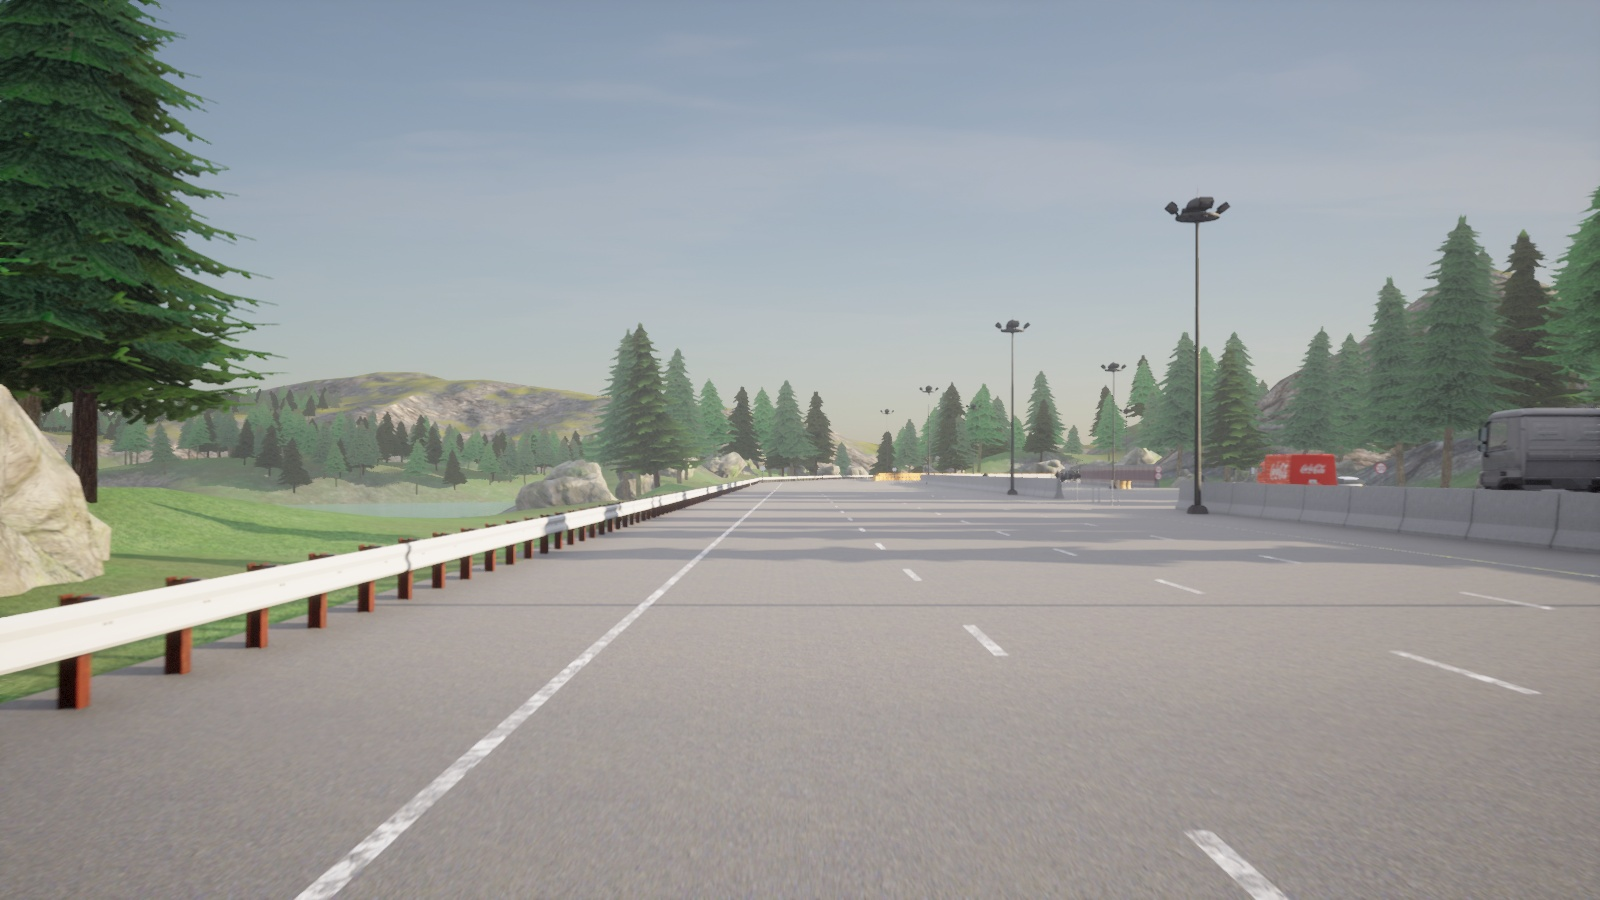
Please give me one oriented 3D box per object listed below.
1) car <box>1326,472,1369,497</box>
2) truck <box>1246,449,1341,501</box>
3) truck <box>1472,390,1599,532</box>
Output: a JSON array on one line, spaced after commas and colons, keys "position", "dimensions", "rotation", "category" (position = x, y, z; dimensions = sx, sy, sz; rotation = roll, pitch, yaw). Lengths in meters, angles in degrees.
[{"position": [31.332, 1.947, 71.855], "dimensions": [1.481, 1.376, 2.207], "rotation": [0, -1, 0], "category": "car"}, {"position": [24.352, 1.267, 62.235], "dimensions": [2.627, 2.467, 5.204], "rotation": [0, -1, 0], "category": "truck"}, {"position": [20.920, 0.291, 32.367], "dimensions": [2.891, 3.462, 7.936], "rotation": [0, -1, 0], "category": "truck"}]
